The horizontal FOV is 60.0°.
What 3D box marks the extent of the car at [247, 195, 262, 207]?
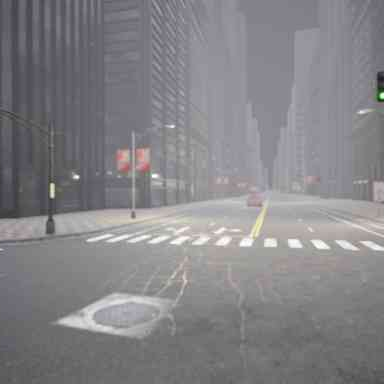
[{"bbox_3d":[10.054,1.471,53.412,2.150,2.045,5.566,0,1,13],"label":"car"}]
